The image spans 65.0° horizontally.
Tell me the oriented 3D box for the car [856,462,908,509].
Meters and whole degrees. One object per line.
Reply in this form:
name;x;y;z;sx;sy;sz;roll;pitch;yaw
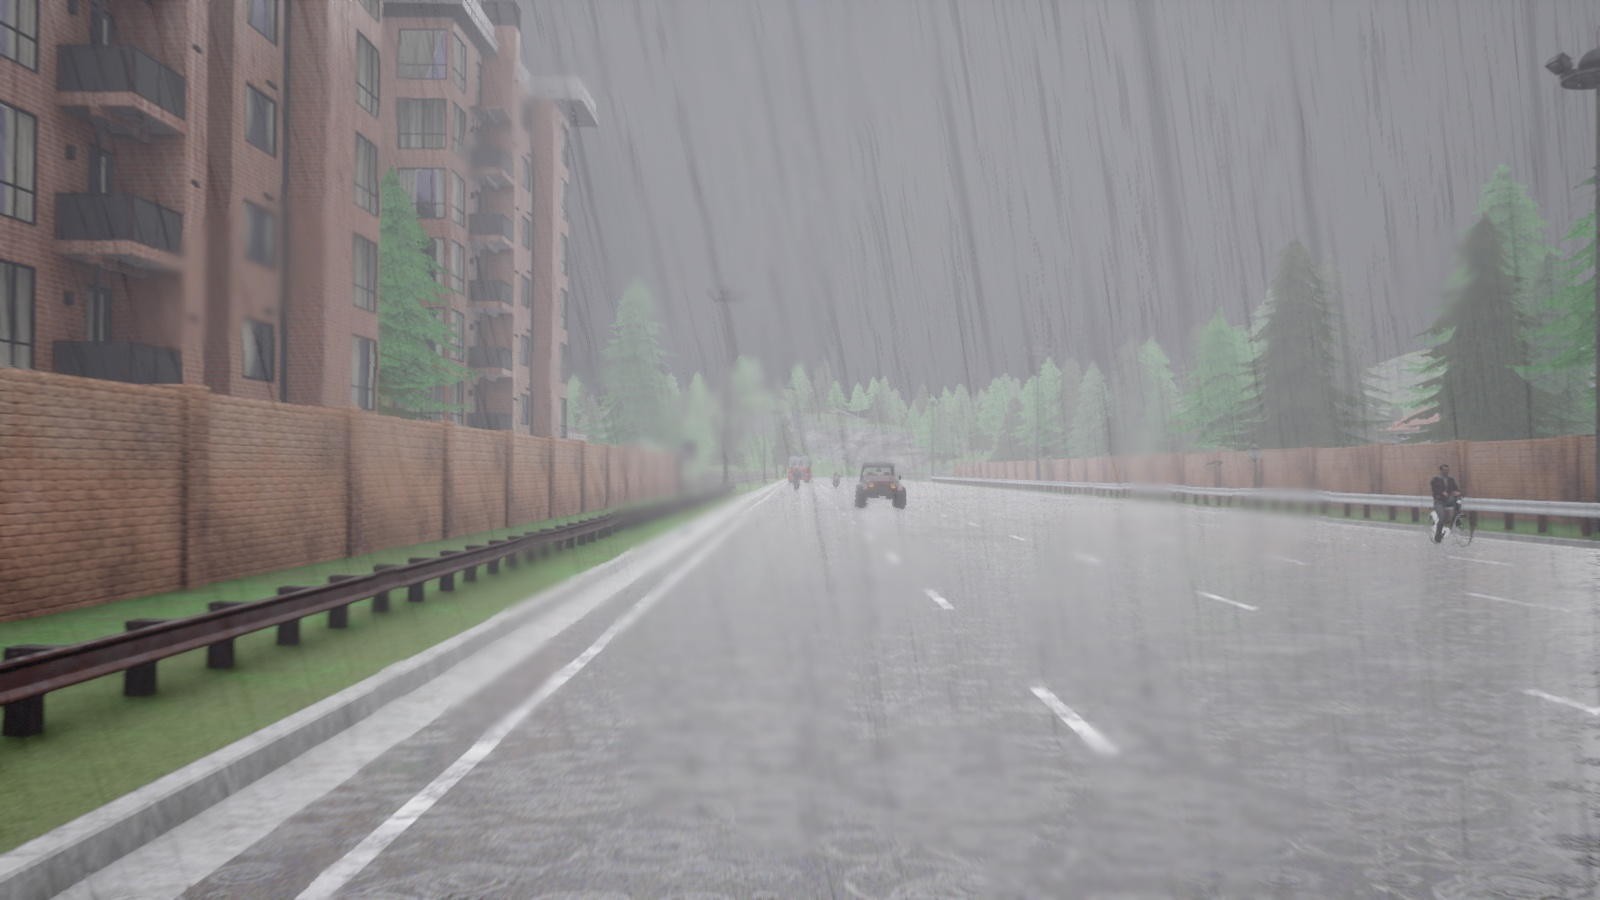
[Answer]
car;3.372;1.470;52.217;1.905;1.878;3.866;0;-1;0

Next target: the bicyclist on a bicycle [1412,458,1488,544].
bicyclist on a bicycle;13.934;1.080;26.966;0.659;1.776;1.843;0;-1;0
